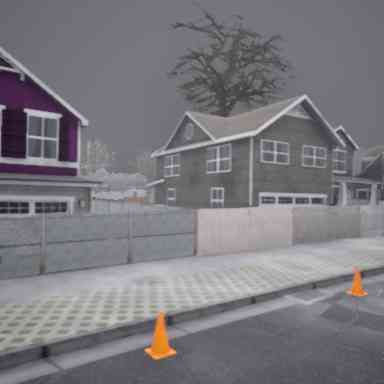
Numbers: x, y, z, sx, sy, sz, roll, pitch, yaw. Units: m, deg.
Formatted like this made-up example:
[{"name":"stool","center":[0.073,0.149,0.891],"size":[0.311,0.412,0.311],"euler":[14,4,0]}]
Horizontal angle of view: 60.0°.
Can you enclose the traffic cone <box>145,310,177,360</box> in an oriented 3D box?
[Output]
[{"name":"traffic cone","center":[-0.437,1.964,4.688],"size":[0.340,0.580,0.340],"euler":[1,0,-35]}]

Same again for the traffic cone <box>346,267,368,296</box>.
[{"name":"traffic cone","center":[3.742,2.005,7.526],"size":[0.340,0.580,0.340],"euler":[1,0,-34]}]
